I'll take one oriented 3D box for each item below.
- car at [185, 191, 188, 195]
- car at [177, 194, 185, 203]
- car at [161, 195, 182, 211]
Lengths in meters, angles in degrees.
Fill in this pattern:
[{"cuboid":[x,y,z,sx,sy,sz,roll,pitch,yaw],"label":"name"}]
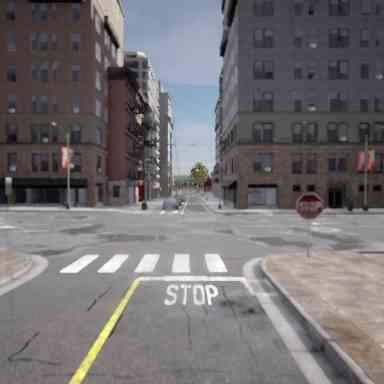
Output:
[{"cuboid":[-2.421,1.189,65.832,2.097,1.767,4.553,0,0,0],"label":"car"},{"cuboid":[-2.520,1.445,50.482,2.033,1.411,5.357,0,0,0],"label":"car"},{"cuboid":[-2.549,1.452,40.418,1.812,1.442,4.674,0,0,1],"label":"car"}]
